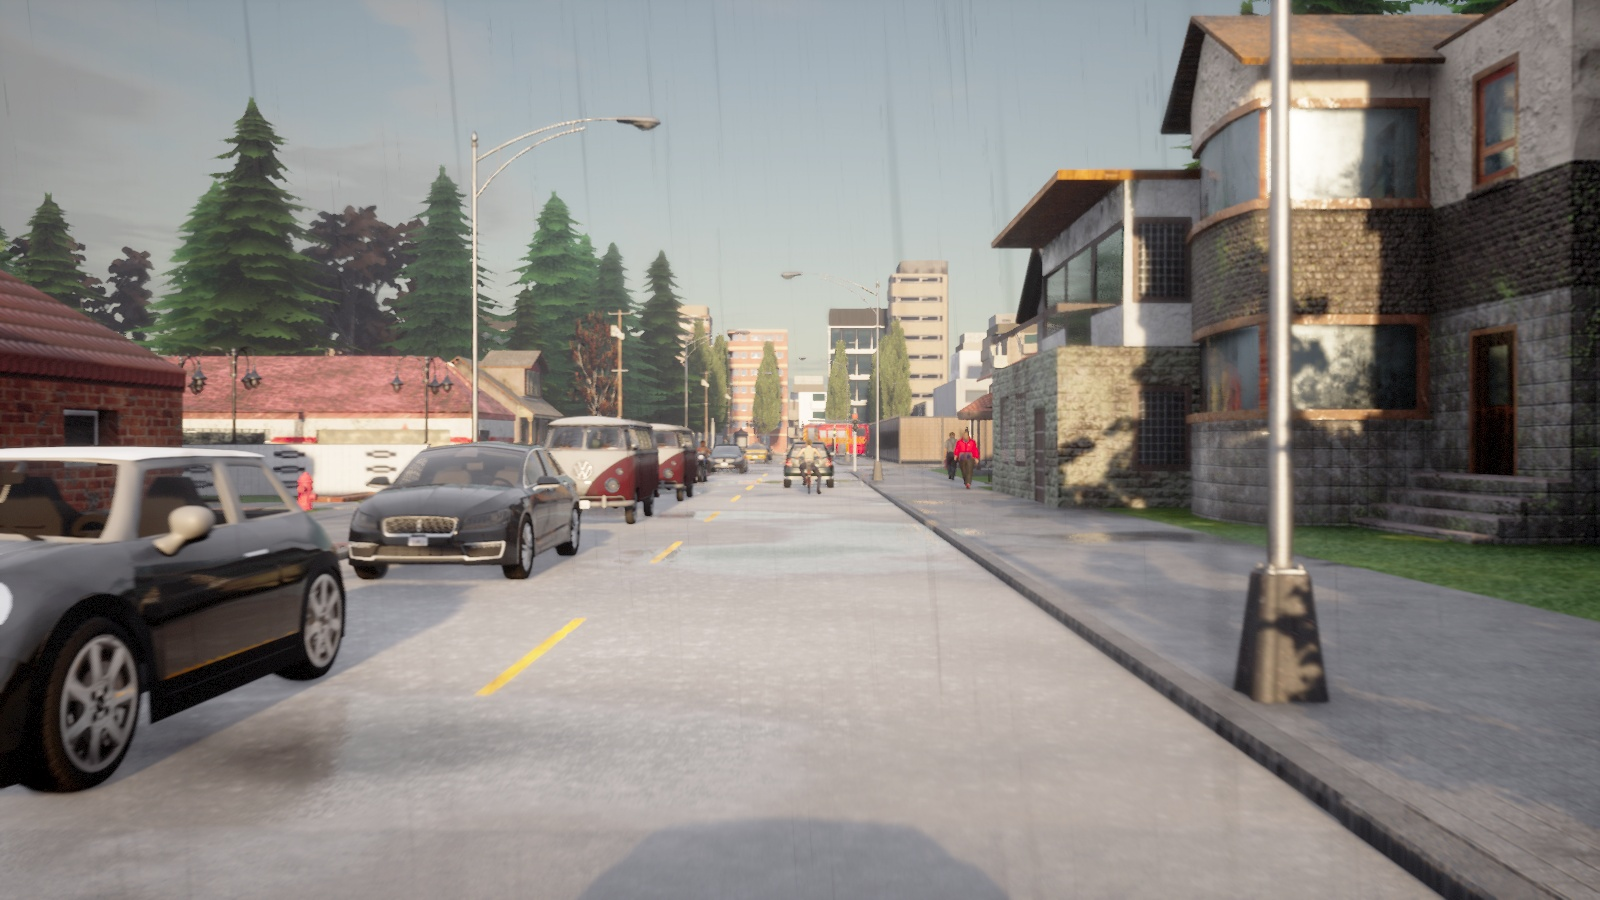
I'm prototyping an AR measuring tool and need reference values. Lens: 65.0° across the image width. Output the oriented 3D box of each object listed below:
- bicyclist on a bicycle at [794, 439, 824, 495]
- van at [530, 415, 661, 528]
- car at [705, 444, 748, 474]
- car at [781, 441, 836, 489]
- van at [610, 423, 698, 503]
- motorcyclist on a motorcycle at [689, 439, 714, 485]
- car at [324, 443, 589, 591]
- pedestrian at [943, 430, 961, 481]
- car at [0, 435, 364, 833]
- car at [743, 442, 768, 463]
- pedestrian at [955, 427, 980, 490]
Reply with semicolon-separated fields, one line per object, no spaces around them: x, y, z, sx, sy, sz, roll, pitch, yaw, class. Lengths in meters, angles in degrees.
0.251;0.478;36.432;0.866;1.612;1.509;0;0;0;bicyclist on a bicycle
-3.826;0.360;24.234;1.775;1.987;4.442;0;0;0;van
-3.625;0.418;62.297;1.812;1.442;4.674;0;0;0;car
0.286;0.485;42.616;1.789;1.549;3.705;0;0;0;car
-3.772;0.310;33.129;1.775;1.987;4.442;0;0;0;van
-3.686;0.429;47.097;0.766;1.649;2.350;0;0;0;motorcyclist on a motorcycle
-3.884;0.663;15.138;1.837;1.490;4.892;0;0;0;car
5.564;0.201;46.038;0.540;1.848;0.694;0;0;-1;pedestrian
-3.925;0.672;6.491;1.970;1.475;3.806;0;0;1;car
-3.392;0.142;95.990;1.801;1.575;5.366;0;0;-1;car
4.937;0.252;36.996;0.634;1.844;0.899;0;0;15;pedestrian
